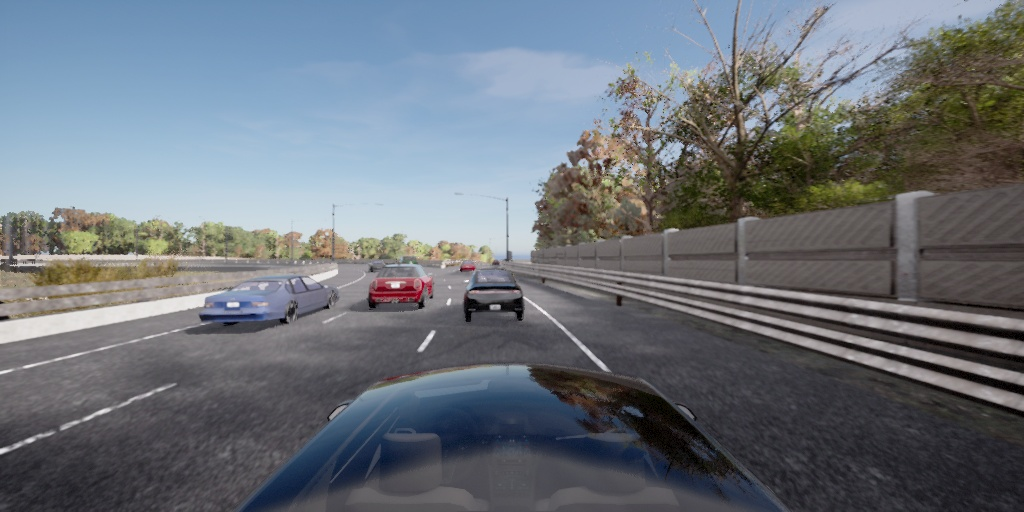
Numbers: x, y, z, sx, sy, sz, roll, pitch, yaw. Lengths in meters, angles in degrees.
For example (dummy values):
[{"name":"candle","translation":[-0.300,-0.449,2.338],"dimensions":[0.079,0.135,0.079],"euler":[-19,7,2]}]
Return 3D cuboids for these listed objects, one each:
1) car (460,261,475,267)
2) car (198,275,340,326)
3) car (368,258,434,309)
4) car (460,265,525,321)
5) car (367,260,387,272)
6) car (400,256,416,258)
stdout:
[{"name":"car","translation":[-5.905,1.342,48.279],"dimensions":[1.994,1.385,4.181],"euler":[0,0,-5]},{"name":"car","translation":[-7.581,1.327,11.916],"dimensions":[2.033,1.411,5.357],"euler":[0,0,-6]},{"name":"car","translation":[-4.556,1.121,15.321],"dimensions":[2.097,1.767,4.553],"euler":[0,0,-7]},{"name":"car","translation":[-0.693,1.245,12.613],"dimensions":[2.128,1.511,4.902],"euler":[0,0,-5]},{"name":"car","translation":[-18.199,1.314,48.205],"dimensions":[2.128,1.511,4.902],"euler":[0,0,-26]},{"name":"car","translation":[-13.793,1.028,47.193],"dimensions":[2.150,2.045,5.566],"euler":[0,0,-25]}]
